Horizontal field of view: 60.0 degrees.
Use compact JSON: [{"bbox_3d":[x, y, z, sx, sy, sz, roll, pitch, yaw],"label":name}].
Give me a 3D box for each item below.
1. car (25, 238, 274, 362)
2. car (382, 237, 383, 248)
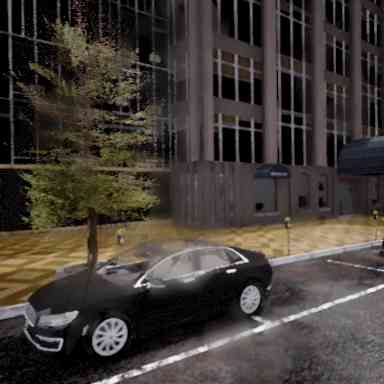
[{"bbox_3d":[-0.457,1.543,5.786,4.403,1.369,2.008,0,-1,-35],"label":"car"},{"bbox_3d":[8.740,1.545,12.346,4.206,1.307,1.802,0,-1,-35],"label":"car"}]
